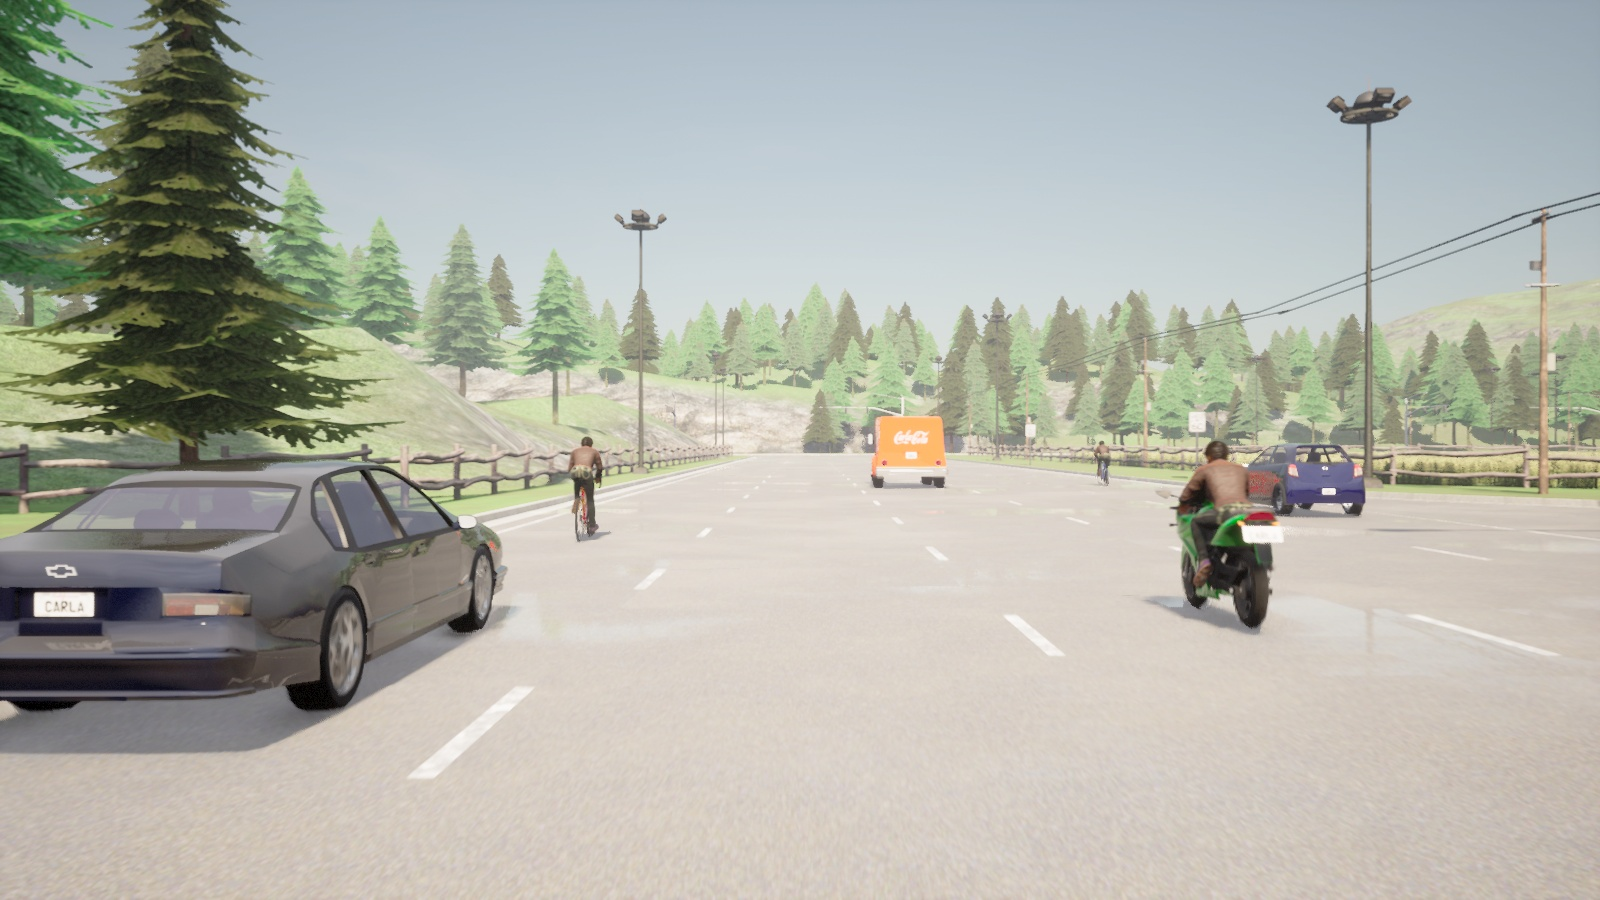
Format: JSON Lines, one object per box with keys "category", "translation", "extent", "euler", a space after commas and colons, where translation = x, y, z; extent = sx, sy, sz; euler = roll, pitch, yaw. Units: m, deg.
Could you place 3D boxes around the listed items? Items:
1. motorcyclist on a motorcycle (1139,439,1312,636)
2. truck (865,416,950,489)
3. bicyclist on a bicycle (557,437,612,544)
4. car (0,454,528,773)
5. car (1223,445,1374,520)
{"category": "motorcyclist on a motorcycle", "translation": [3.576, 0.683, 10.761], "extent": [0.797, 1.523, 2.044], "euler": [0, 0, 0]}
{"category": "truck", "translation": [3.770, 0.066, 45.009], "extent": [2.627, 2.467, 5.204], "euler": [0, 0, 0]}
{"category": "bicyclist on a bicycle", "translation": [-3.373, 0.609, 19.768], "extent": [0.582, 1.620, 1.656], "euler": [0, 0, 0]}
{"category": "car", "translation": [-3.437, 0.754, 8.412], "extent": [2.033, 1.411, 5.357], "euler": [0, 0, 0]}
{"category": "car", "translation": [10.669, 0.650, 27.150], "extent": [1.845, 1.501, 3.633], "euler": [0, 0, 0]}
